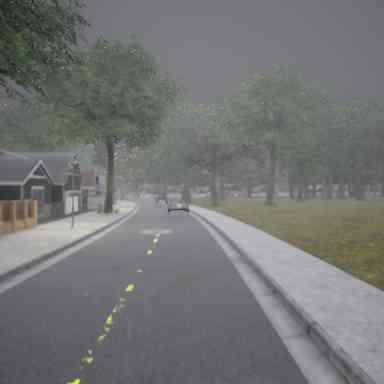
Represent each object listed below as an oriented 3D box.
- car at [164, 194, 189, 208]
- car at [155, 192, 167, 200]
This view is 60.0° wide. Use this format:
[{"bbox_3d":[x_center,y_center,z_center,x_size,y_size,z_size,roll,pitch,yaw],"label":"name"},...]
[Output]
[{"bbox_3d":[-1.268,1.155,30.268,1.994,1.385,4.181,0,0,-5],"label":"car"},{"bbox_3d":[-5.567,0.929,61.149,2.150,2.045,5.566,0,0,-11],"label":"car"}]
